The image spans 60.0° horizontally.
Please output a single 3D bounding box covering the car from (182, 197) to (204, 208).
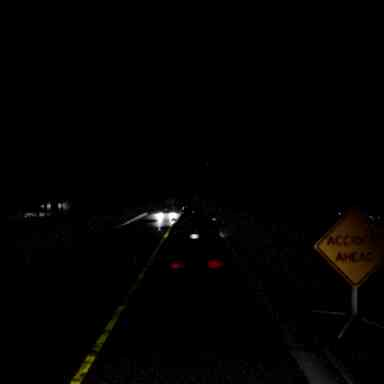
[{"bbox_3d":[0.099,1.520,31.149,2.128,1.511,4.902,0,0,0],"label":"car"}]

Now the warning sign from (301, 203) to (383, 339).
[{"bbox_3d":[2.524,1.119,5.168,1.300,1.860,1.060,0,0,0],"label":"warning sign"}]

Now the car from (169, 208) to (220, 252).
[{"bbox_3d":[0.092,1.576,14.022,1.994,1.385,4.181,0,0,0],"label":"car"}]

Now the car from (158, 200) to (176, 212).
[{"bbox_3d":[-2.838,1.639,38.676,1.895,1.301,4.718,0,0,0],"label":"car"}]
